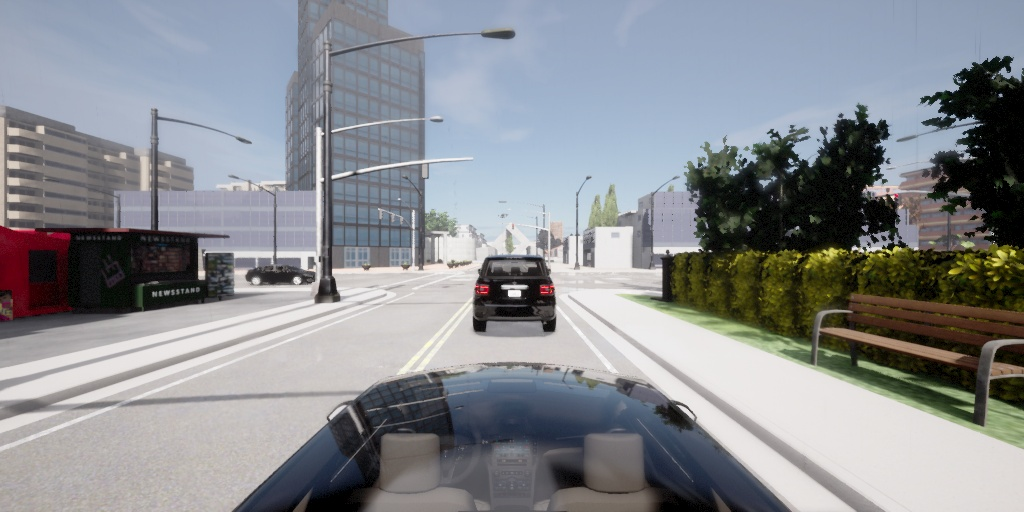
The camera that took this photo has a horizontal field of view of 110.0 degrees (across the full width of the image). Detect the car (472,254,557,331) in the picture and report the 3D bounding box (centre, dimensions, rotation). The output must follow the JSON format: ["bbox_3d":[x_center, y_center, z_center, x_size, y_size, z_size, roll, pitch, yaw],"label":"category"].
[{"bbox_3d":[0.075,0.971,11.079,2.150,2.045,5.566,0,0,0],"label":"car"}]

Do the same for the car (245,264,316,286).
[{"bbox_3d":[-16.636,1.361,26.173,4.892,1.490,1.837,0,0,0],"label":"car"}]
